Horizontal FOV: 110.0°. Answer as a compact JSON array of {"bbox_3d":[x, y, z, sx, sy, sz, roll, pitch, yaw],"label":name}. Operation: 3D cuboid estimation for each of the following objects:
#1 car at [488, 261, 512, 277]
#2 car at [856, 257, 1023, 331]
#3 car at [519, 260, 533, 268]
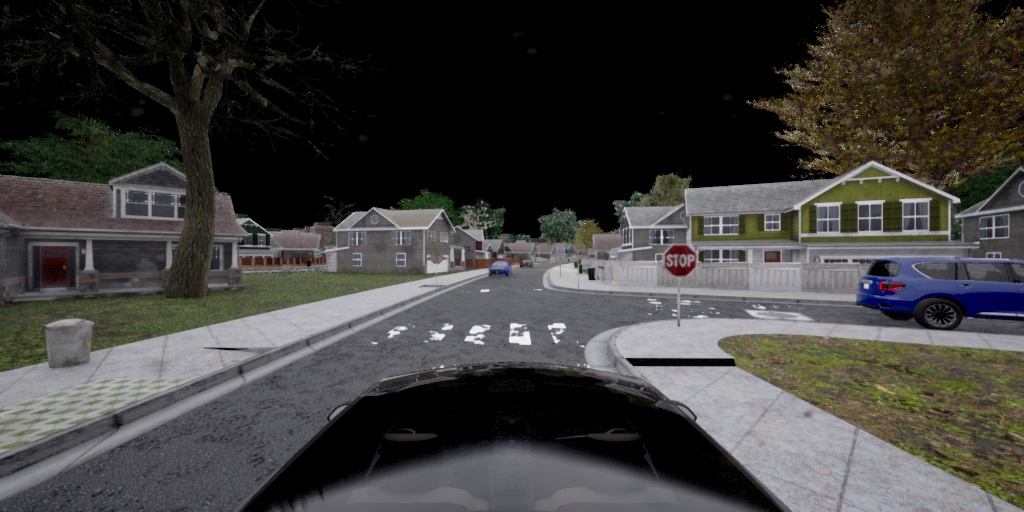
[{"bbox_3d":[-1.096,1.234,35.458,1.882,1.535,5.008,0,0,6],"label":"car"},{"bbox_3d":[13.591,1.059,10.180,5.566,2.045,2.150,0,0,24],"label":"car"},{"bbox_3d":[2.496,1.323,60.611,2.033,1.411,5.357,0,0,11],"label":"car"}]
